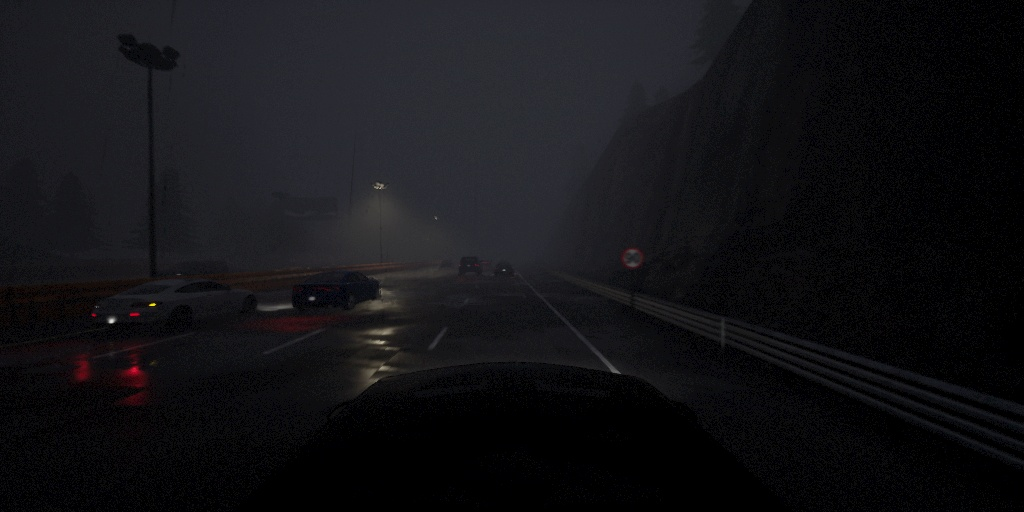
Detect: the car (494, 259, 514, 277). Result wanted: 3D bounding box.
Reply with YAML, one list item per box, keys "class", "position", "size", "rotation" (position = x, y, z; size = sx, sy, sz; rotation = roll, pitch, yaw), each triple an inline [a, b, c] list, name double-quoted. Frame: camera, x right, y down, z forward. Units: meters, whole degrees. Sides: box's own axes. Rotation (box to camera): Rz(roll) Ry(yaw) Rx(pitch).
- class: "car"
  position: [-0.808, 1.335, 36.562]
  size: [1.994, 1.385, 4.181]
  rotation: [-1, 0, -1]

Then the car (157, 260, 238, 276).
- class: "car"
  position: [-25.285, 1.379, 28.624]
  size: [2.150, 2.045, 5.566]
  rotation: [-1, 0, -1]

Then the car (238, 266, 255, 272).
- class: "car"
  position: [-32.531, 1.871, 41.824]
  size: [1.895, 1.301, 4.718]
  rotation: [-1, 0, -1]

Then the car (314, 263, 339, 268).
- class: "car"
  position: [-22.040, 1.610, 42.623]
  size: [2.128, 1.511, 4.902]
  rotation: [-1, 0, -1]

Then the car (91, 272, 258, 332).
- class: "car"
  position: [-10.523, 1.443, 11.668]
  size: [1.812, 1.442, 4.674]
  rotation: [-1, 0, -2]

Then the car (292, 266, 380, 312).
- class: "car"
  position: [-7.117, 1.343, 15.073]
  size: [1.882, 1.535, 5.008]
  rotation: [-1, 0, -2]

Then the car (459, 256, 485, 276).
- class: "car"
  position: [-4.396, 1.049, 38.623]
  size: [2.150, 2.045, 5.566]
  rotation: [-1, 0, -1]
